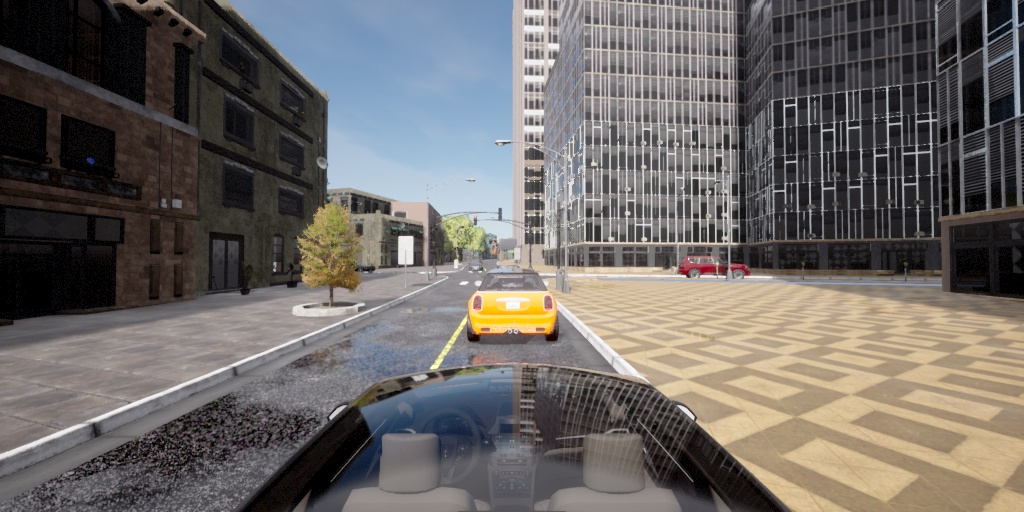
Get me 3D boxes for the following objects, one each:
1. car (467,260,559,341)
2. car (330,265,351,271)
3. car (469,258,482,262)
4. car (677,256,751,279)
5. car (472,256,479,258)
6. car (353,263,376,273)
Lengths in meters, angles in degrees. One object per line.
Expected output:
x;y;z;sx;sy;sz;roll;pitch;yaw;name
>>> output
0.003;1.105;10.002;2.097;1.767;4.553;0;0;0;car
-20.589;1.317;40.141;4.313;1.339;1.948;0;0;18;car
-4.750;1.286;46.920;1.812;1.442;4.674;0;0;-7;car
15.742;0.938;28.257;5.009;1.841;2.192;0;0;18;car
-6.206;1.242;60.653;1.882;1.535;5.008;0;1;-6;car
-18.415;1.389;42.040;4.718;1.301;1.895;0;-1;18;car
